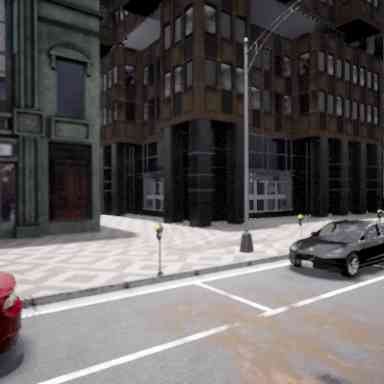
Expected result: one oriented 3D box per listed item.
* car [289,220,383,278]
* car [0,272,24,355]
[{"bbox_3d":[4.839,1.540,10.107,4.313,1.339,1.947,0,0,-36],"label":"car"},{"bbox_3d":[-4.337,1.549,3.558,4.507,1.381,1.887,0,0,-36],"label":"car"}]
